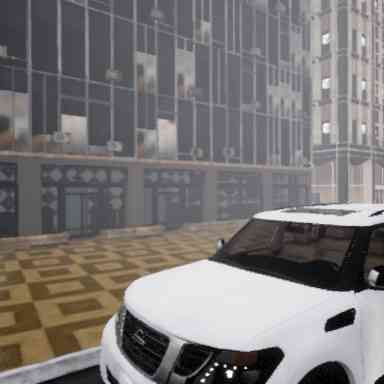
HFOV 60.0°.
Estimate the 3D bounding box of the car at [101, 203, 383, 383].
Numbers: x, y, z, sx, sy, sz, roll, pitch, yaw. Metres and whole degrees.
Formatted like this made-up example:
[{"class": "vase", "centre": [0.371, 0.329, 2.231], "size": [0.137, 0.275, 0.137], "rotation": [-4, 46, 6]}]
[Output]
[{"class": "car", "centre": [1.732, 1.209, 4.308], "size": [5.566, 2.045, 2.150], "rotation": [0, 0, -36]}]
